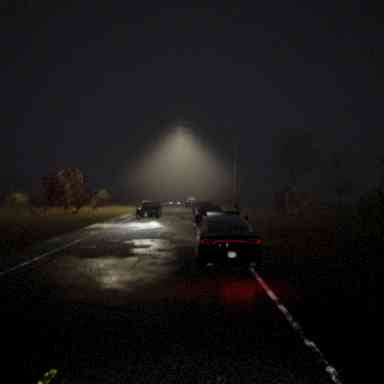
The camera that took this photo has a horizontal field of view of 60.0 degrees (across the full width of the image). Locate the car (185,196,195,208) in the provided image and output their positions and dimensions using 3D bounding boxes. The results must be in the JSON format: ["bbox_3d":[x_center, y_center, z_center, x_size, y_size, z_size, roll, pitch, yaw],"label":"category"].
[{"bbox_3d":[-0.006,1.474,47.005,2.128,1.511,4.902,0,0,0],"label":"car"}]

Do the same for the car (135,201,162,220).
[{"bbox_3d":[-3.612,1.494,28.445,2.128,1.511,4.902,0,0,0],"label":"car"}]

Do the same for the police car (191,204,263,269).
[{"bbox_3d":[1.044,1.432,11.293,1.930,1.638,5.238,0,0,0],"label":"police car"}]

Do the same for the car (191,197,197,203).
[{"bbox_3d":[1.036,1.481,27.185,1.882,1.535,5.008,0,0,0],"label":"car"}]

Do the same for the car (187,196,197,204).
[{"bbox_3d":[-0.040,1.479,62.024,1.812,1.442,4.674,0,0,0],"label":"car"}]

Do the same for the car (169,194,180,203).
[{"bbox_3d":[-3.616,1.276,69.824,2.097,1.767,4.553,0,0,-1],"label":"car"}]

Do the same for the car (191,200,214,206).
[{"bbox_3d":[1.039,1.512,21.184,1.837,1.490,4.892,0,0,0],"label":"car"}]
